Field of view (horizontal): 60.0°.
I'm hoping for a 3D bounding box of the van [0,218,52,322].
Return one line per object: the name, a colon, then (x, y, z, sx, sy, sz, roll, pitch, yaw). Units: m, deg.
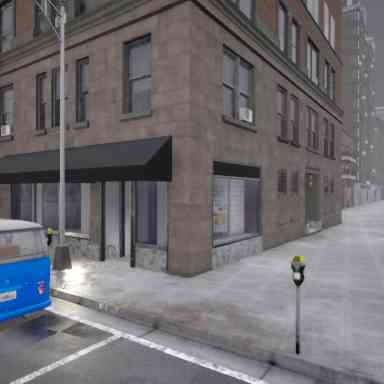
van: (-4.299, 1.339, 6.086, 3.998, 1.788, 1.690, 0, 0, 35)
